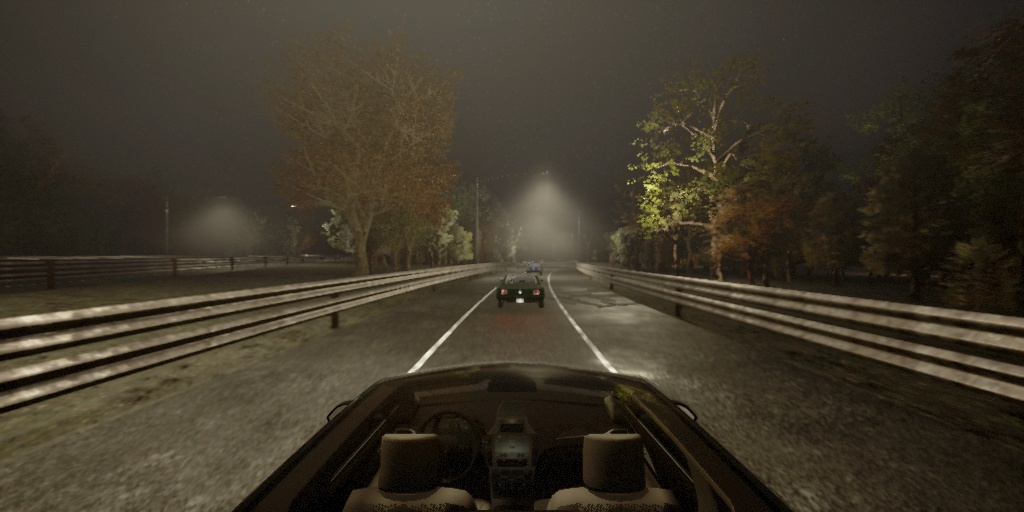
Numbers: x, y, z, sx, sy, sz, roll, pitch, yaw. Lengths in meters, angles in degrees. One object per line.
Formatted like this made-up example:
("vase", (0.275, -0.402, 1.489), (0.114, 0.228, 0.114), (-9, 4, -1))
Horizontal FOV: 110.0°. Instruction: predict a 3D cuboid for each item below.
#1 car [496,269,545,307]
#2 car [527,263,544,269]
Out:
("car", (0.419, 1.418, 15.814), (1.895, 1.301, 4.718), (0, 0, 3))
("car", (2.793, 1.519, 42.920), (2.033, 1.411, 5.357), (0, 0, 8))
